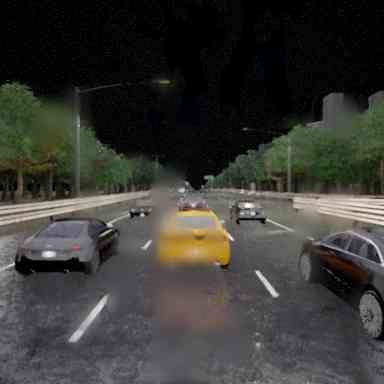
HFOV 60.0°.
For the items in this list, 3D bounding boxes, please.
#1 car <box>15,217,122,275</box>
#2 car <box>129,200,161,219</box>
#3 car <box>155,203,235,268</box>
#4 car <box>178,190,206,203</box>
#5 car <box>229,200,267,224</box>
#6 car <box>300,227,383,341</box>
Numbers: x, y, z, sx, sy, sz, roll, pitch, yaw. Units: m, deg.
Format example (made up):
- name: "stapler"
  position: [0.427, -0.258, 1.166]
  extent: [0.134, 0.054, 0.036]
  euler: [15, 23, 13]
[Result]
- name: "car"
  position: [-3.422, 1.440, 9.997]
  extent: [1.994, 1.385, 4.181]
  euler: [0, 1, 0]
- name: "car"
  position: [-3.418, 1.255, 25.207]
  extent: [1.895, 1.301, 4.718]
  euler: [0, 1, 0]
- name: "car"
  position: [0.081, 1.343, 10.797]
  extent: [1.882, 1.535, 5.008]
  euler: [0, 1, 0]
- name: "car"
  position: [0.087, 0.982, 26.637]
  extent: [2.097, 1.767, 4.553]
  euler: [0, 1, 0]
- name: "car"
  position: [3.563, 1.257, 21.905]
  extent: [2.033, 1.411, 5.357]
  euler: [0, 1, 0]
- name: "car"
  position: [3.561, 1.414, 6.324]
  extent: [2.128, 1.511, 4.902]
  euler: [0, 1, 0]
